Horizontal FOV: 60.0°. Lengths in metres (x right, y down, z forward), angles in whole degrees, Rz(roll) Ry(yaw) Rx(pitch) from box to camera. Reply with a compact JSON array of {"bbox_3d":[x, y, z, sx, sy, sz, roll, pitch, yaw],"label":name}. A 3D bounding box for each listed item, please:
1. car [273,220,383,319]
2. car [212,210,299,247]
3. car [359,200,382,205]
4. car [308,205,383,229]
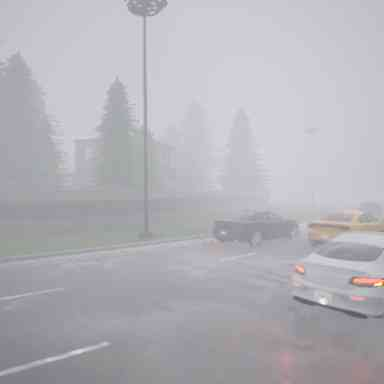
[{"bbox_3d":[3.918,1.542,6.941,4.674,1.442,1.812,0,0,-40],"label":"car"},{"bbox_3d":[3.114,1.560,15.551,5.008,1.535,1.882,0,-1,-43],"label":"car"},{"bbox_3d":[18.276,1.564,34.104,2.128,1.511,4.902,0,0,30],"label":"car"},{"bbox_3d":[6.787,1.518,14.194,5.008,1.535,1.882,0,0,-44],"label":"car"}]
